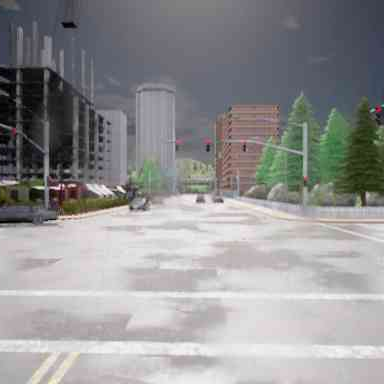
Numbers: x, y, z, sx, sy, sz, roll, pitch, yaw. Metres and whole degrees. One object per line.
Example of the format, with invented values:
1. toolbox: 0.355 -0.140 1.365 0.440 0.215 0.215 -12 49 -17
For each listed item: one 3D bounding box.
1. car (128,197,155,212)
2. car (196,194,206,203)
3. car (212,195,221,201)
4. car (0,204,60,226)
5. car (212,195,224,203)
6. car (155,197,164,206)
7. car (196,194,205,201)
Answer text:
1. car: -6.042 1.474 38.495 2.128 1.511 4.902 0 0 1
2. car: 1.720 1.571 65.654 1.895 1.301 4.718 0 0 1
3. car: 5.444 1.388 74.783 1.895 1.301 4.718 0 0 1
4. car: -11.711 1.537 22.222 5.357 1.411 2.033 0 0 -22
5. car: 5.227 1.496 65.887 1.812 1.442 4.674 0 0 1
6. car: -5.624 1.501 54.974 1.812 1.442 4.674 0 0 1
7. car: 1.945 1.292 74.839 1.837 1.490 4.892 0 0 1
